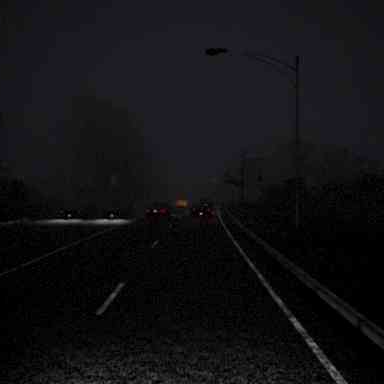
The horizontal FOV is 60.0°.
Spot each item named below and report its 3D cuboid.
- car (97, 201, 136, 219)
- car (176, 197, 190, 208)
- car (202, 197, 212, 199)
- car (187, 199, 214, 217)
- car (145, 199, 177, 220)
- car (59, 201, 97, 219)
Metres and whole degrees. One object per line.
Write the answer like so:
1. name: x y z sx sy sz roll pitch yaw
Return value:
1. car: -6.309 1.532 29.445 2.033 1.411 5.357 0 0 3
2. car: -1.434 1.457 47.367 1.882 1.535 5.008 0 0 5
3. car: 2.131 1.485 47.906 1.837 1.490 4.892 0 0 5
4. car: 0.900 1.588 30.874 1.895 1.301 4.718 0 0 3
5. car: -2.737 1.534 28.383 2.033 1.411 5.357 0 0 3
6. car: -9.804 1.531 29.625 2.033 1.411 5.357 0 0 3
